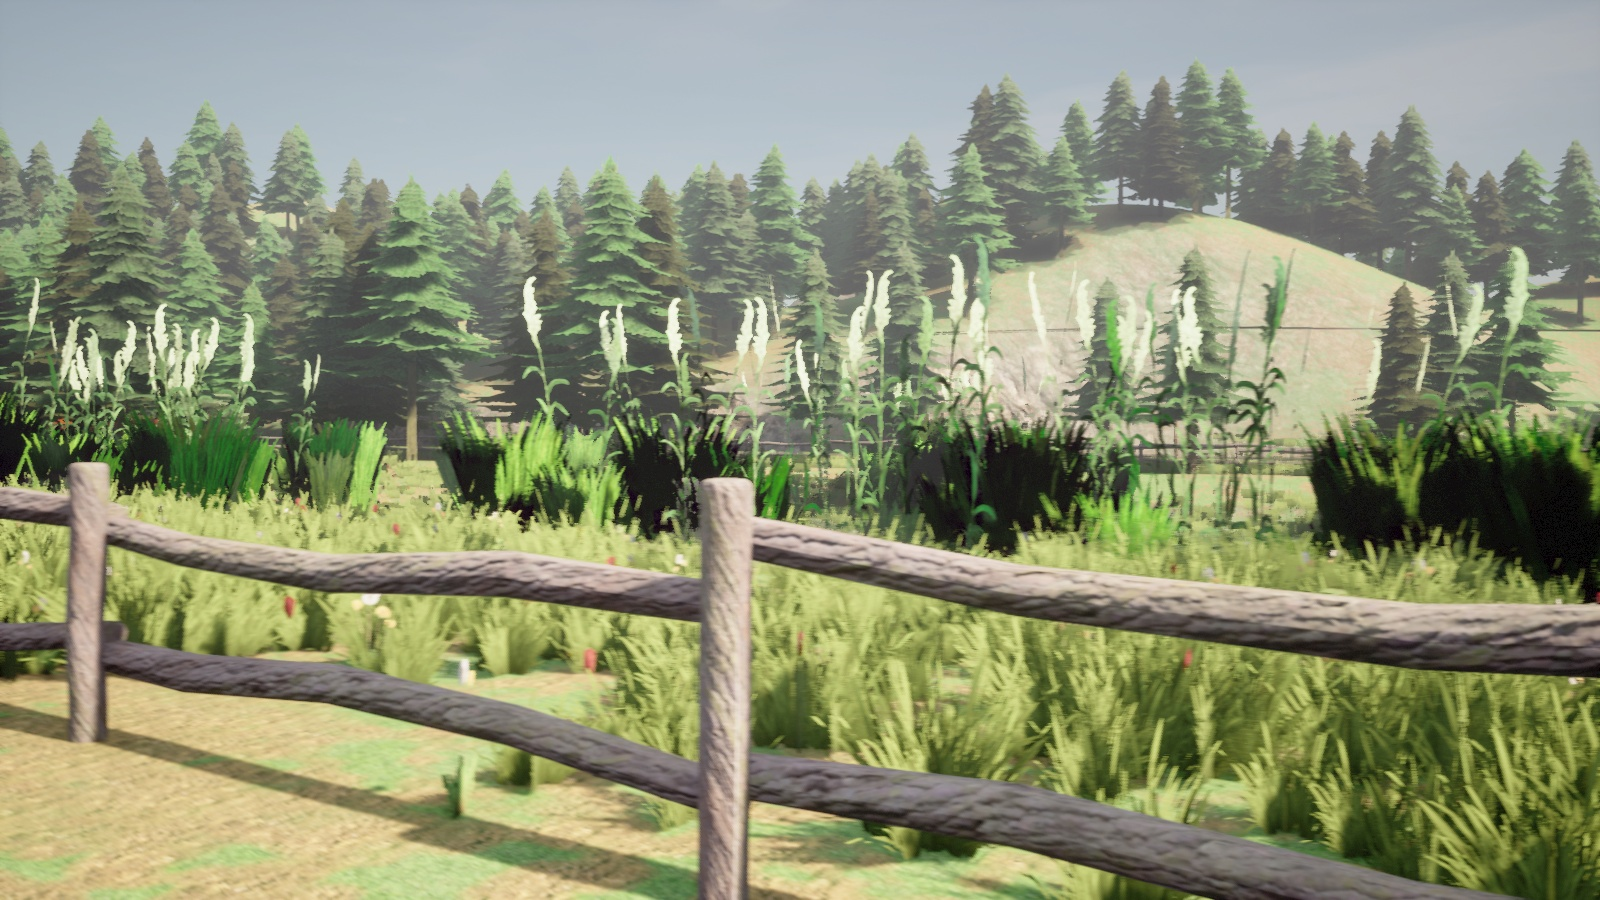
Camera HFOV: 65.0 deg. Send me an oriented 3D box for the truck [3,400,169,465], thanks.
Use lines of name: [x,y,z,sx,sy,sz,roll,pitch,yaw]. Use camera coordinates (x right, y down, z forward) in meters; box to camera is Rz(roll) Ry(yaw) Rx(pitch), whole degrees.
truck: [-43.736,-1.055,77.117,8.468,3.827,2.891,-1,1,-1]
